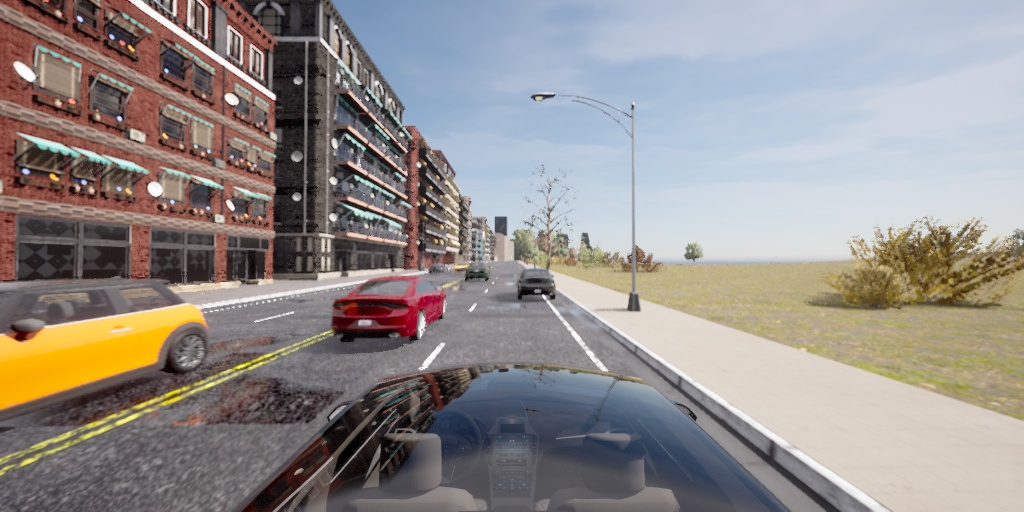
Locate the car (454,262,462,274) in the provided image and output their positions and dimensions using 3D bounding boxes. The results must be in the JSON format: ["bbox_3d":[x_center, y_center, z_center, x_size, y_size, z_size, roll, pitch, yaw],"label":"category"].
[{"bbox_3d":[-6.482,1.584,47.439,1.882,1.535,5.008,0,0,0],"label":"car"}]

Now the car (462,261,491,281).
[{"bbox_3d":[-3.070,1.349,33.344,2.097,1.767,4.553,0,-1,0],"label":"car"}]

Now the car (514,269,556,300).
[{"bbox_3d":[1.179,1.390,18.767,1.837,1.490,4.892,0,0,0],"label":"car"}]

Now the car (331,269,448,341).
[{"bbox_3d":[-3.131,1.294,10.113,1.882,1.535,5.008,0,0,0],"label":"car"}]

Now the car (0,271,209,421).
[{"bbox_3d":[-6.594,1.124,4.595,2.097,1.767,4.553,0,0,0],"label":"car"}]

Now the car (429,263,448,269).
[{"bbox_3d":[-9.731,1.671,47.549,1.994,1.385,4.181,0,0,0],"label":"car"}]

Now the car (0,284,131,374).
[{"bbox_3d":[-9.841,1.327,5.608,2.033,1.411,5.357,0,0,0],"label":"car"}]
